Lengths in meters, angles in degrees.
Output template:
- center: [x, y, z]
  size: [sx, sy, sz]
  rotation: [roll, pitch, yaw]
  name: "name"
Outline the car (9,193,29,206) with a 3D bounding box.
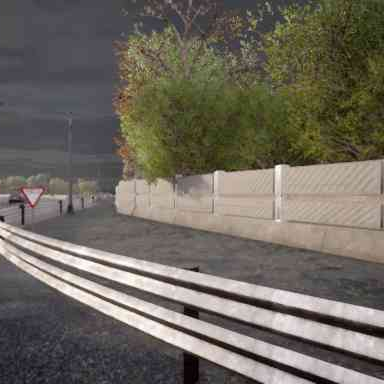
- center: [-29.028, 1.161, 55.947]
  size: [2.150, 2.045, 5.566]
  rotation: [0, 0, -16]
  name: "car"
